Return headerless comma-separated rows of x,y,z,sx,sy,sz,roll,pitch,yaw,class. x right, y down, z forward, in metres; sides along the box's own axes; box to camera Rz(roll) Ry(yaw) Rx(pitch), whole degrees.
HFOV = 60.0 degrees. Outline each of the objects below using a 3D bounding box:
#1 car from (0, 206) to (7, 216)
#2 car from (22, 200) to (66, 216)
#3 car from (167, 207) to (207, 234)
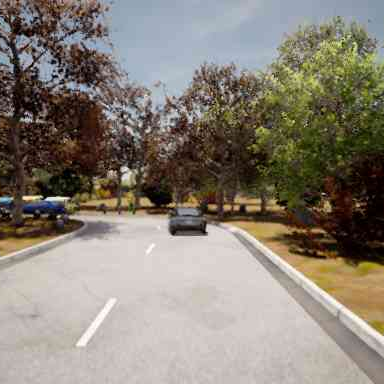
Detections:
-19.104,1.491,29.729,4.902,1.511,2.128,-1,-3,2,car
-15.050,1.595,32.850,5.008,1.535,1.882,-1,-3,6,car
-0.376,1.520,19.114,1.994,1.385,4.181,0,0,-7,car
